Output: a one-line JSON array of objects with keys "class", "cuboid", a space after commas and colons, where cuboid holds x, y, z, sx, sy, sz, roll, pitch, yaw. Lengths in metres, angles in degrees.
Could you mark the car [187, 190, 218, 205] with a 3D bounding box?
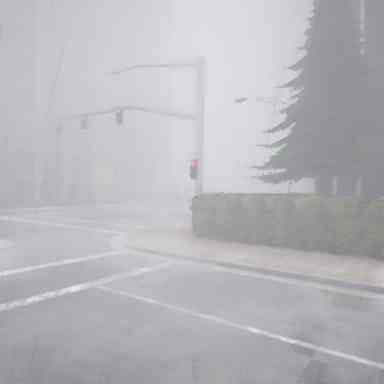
[{"class": "car", "cuboid": [1.609, 0.795, 45.211, 2.150, 2.045, 5.566, 1, 0, 37]}]
